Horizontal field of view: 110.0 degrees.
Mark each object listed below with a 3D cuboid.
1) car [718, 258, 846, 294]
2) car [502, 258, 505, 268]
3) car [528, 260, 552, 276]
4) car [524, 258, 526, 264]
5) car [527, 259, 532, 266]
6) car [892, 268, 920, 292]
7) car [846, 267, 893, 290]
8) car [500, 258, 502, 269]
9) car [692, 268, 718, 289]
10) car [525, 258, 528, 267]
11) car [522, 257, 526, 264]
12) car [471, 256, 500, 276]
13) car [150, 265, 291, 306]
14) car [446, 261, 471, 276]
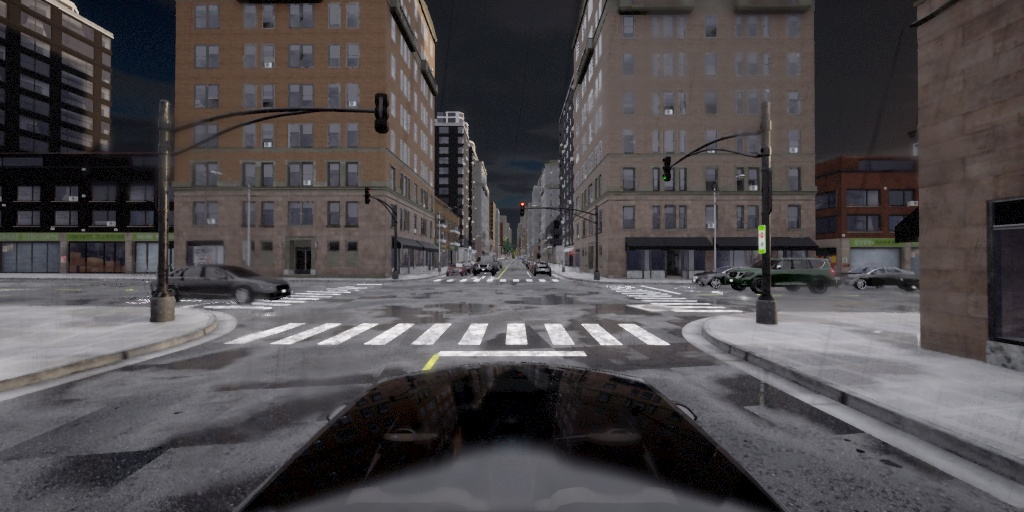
[{"bbox_3d":[15.622,1.105,21.013,5.566,2.045,2.150,0,-1,0],"label":"car"},{"bbox_3d":[-2.502,1.353,58.192,1.895,1.301,4.718,0,0,1],"label":"car"},{"bbox_3d":[2.979,1.318,36.238,1.948,1.339,4.313,0,0,1],"label":"car"},{"bbox_3d":[3.188,1.296,52.829,1.888,1.381,4.507,0,0,1],"label":"car"},{"bbox_3d":[3.048,1.297,41.769,1.888,1.381,4.507,0,0,1],"label":"car"},{"bbox_3d":[25.724,1.550,20.943,4.718,1.301,1.895,0,-1,0],"label":"car"},{"bbox_3d":[24.238,1.463,24.200,4.902,1.511,2.128,0,-1,0],"label":"car"},{"bbox_3d":[-2.643,1.258,47.936,1.837,1.490,4.892,0,0,1],"label":"car"},{"bbox_3d":[14.833,1.401,24.260,4.902,1.511,2.128,0,-1,2],"label":"car"},{"bbox_3d":[3.118,1.302,47.299,2.007,1.370,4.403,0,0,1],"label":"car"},{"bbox_3d":[3.328,1.315,63.890,1.948,1.339,4.313,0,0,1],"label":"car"},{"bbox_3d":[-2.770,0.976,37.848,2.150,2.045,5.566,0,0,1],"label":"car"},{"bbox_3d":[-11.632,1.138,14.492,4.892,1.490,1.837,1,-1,0],"label":"car"},{"bbox_3d":[-5.547,1.336,36.342,1.802,1.307,4.207,0,0,1],"label":"car"}]
